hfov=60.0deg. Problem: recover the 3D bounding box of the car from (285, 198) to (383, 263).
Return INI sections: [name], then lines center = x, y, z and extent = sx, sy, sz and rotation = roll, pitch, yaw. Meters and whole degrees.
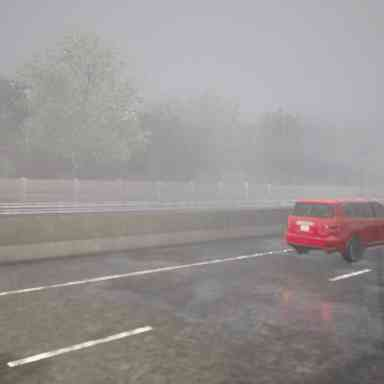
[car]
center = 5.857, 1.258, 12.302
extent = 5.566, 2.045, 2.150
rotation = 0, 0, -35
